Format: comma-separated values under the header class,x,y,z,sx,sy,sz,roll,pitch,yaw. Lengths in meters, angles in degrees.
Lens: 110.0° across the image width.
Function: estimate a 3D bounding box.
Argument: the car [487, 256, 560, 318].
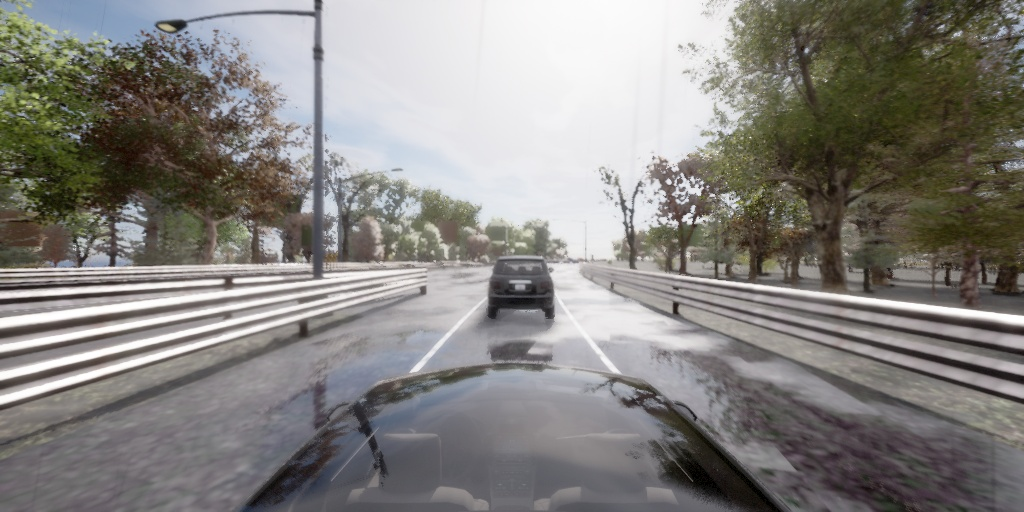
class,x,y,z,sx,sy,sz,roll,pitch,yaw
car,0.376,1.011,13.315,2.150,2.045,5.566,0,0,3
